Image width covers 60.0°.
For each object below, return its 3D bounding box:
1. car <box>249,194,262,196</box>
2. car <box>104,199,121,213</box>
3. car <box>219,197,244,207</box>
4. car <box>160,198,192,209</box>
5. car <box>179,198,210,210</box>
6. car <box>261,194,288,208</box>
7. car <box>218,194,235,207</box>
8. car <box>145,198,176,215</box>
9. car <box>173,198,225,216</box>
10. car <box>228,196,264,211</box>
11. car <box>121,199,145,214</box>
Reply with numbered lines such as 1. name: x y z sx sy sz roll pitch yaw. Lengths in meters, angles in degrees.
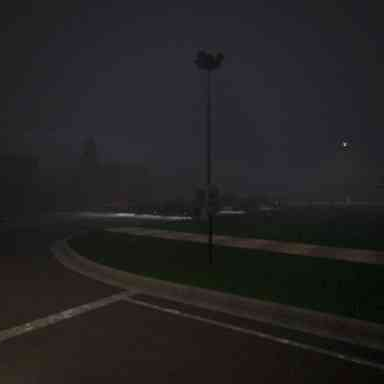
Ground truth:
1. car: 9.996 1.266 52.165 2.150 2.045 5.566 0 0 36
2. car: -7.931 1.539 38.728 1.882 1.535 5.008 0 0 35
3. car: 6.363 1.530 53.073 1.882 1.535 5.008 0 0 35
4. car: -2.204 1.565 46.931 1.837 1.490 4.892 0 0 35
5. car: 0.371 1.579 44.491 1.812 1.442 4.674 0 0 35
6. car: 12.654 1.389 49.851 2.097 1.767 4.553 0 0 35
7. car: 3.848 1.267 43.373 2.150 2.045 5.566 0 0 35
8. car: -2.117 1.593 34.828 2.033 1.411 5.357 0 0 35
9. car: 0.824 1.586 32.926 2.033 1.411 5.357 0 0 35
10. car: 6.751 1.543 41.416 1.837 1.490 4.892 0 0 35
11. car: -5.278 1.617 36.413 1.994 1.385 4.181 0 0 35
